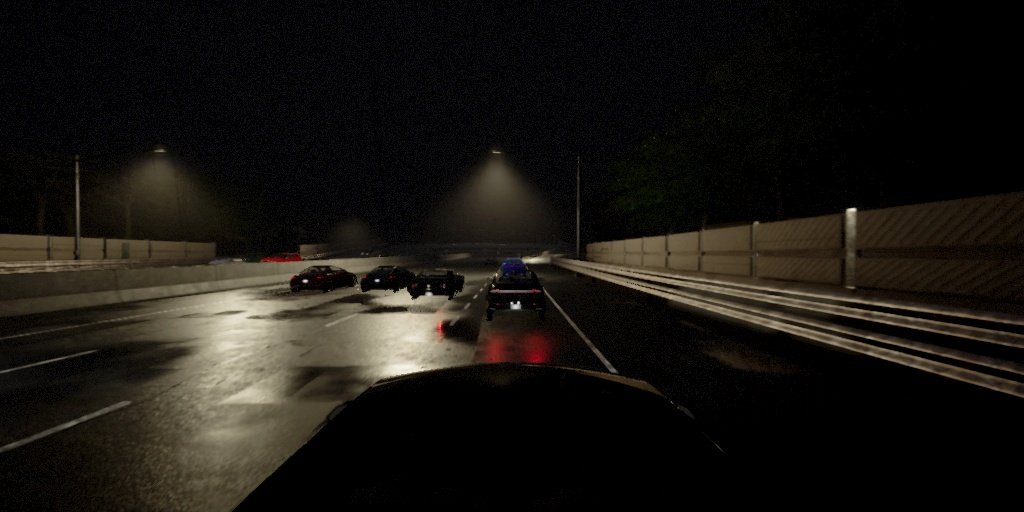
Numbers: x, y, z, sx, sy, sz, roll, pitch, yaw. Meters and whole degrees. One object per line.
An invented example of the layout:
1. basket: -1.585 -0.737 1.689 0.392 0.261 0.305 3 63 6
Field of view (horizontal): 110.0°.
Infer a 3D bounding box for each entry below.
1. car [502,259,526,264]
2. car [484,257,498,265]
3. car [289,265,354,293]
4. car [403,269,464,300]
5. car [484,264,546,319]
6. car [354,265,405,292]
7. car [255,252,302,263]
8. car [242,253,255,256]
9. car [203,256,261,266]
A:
1. car: 0.188 0.997 30.782 1.882 1.535 5.008 0 1 0
2. car: -3.217 0.803 55.482 1.994 1.385 4.181 0 1 0
3. car: -10.364 1.206 19.998 1.994 1.385 4.181 0 1 0
4. car: -3.476 1.274 17.287 1.895 1.301 4.718 0 1 0
5. car: 0.114 1.204 12.560 2.128 1.511 4.902 0 0 0
6. car: -6.863 1.203 20.272 1.994 1.385 4.181 0 1 0
7. car: -27.823 0.639 43.458 2.150 2.045 5.566 0 1 0
8. car: -31.324 0.596 43.446 2.150 2.045 5.566 0 1 0
9. car: -24.498 1.015 30.720 2.128 1.511 4.902 0 0 0
